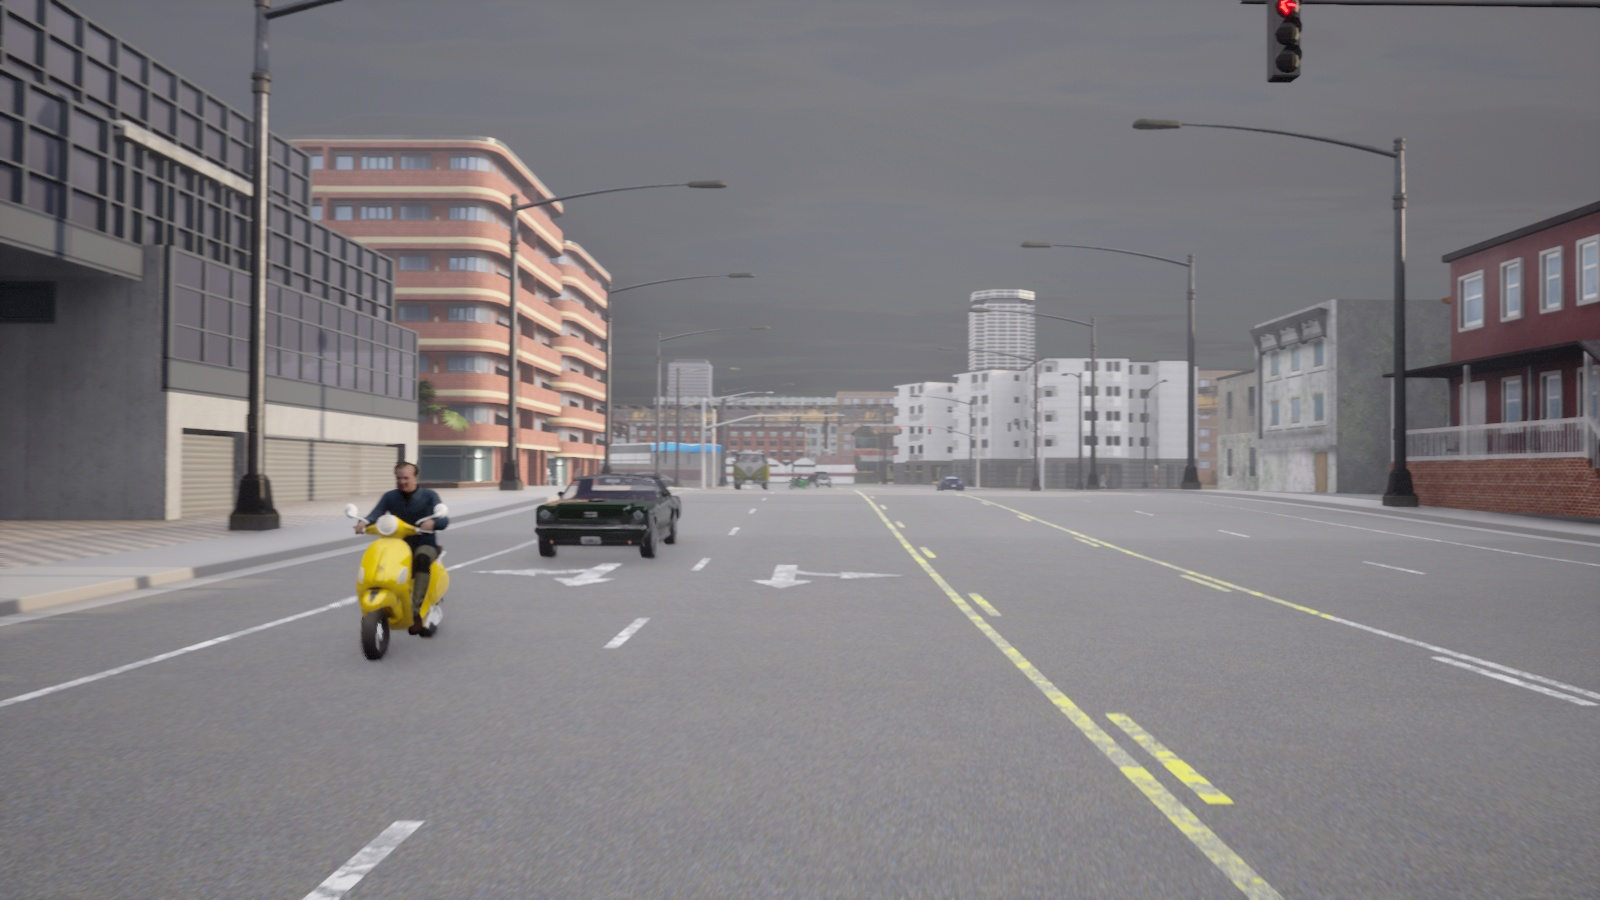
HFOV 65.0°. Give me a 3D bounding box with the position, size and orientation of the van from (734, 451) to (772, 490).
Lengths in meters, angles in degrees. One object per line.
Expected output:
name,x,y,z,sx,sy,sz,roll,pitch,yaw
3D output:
van,-2.441,1.113,65.884,1.775,1.987,4.442,0,-2,1

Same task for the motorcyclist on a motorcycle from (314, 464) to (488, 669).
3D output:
motorcyclist on a motorcycle,-3.332,0.918,10.679,0.866,1.590,1.817,0,-1,1

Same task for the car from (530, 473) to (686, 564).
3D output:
car,-3.155,1.099,21.600,1.895,1.301,4.718,0,0,1
